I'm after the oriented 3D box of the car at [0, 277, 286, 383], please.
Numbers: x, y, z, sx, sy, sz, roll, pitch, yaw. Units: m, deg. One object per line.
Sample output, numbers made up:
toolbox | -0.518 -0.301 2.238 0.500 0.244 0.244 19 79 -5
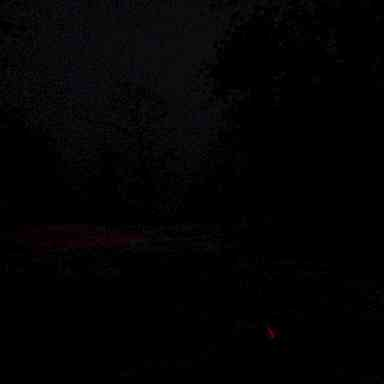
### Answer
car | -1.162 1.561 2.888 4.181 1.385 1.994 0 0 -33
